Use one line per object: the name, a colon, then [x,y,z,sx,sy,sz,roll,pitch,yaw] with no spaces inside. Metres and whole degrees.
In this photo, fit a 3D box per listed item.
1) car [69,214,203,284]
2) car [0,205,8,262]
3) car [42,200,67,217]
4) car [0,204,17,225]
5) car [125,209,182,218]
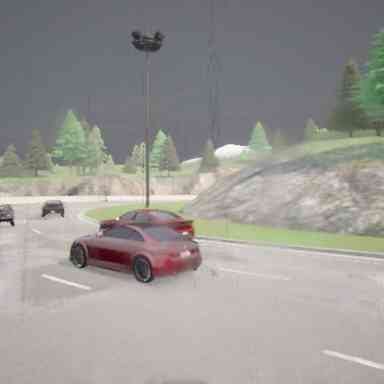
car: [-1.740,1.562,9.733,4.181,1.385,1.994,0,0,38]
car: [-7.784,1.349,10.464,4.553,1.767,2.097,0,0,43]
car: [-13.082,1.498,31.707,1.837,1.490,4.892,-1,0,-18]
car: [-13.497,1.542,23.451,2.033,1.411,5.357,0,0,-28]
car: [-2.110,1.475,14.606,5.008,1.535,1.882,0,0,41]
